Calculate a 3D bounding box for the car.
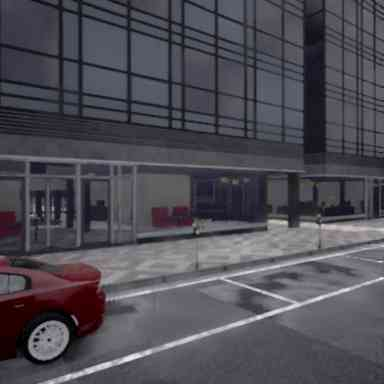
[{"bbox_3d":[-3.383,1.545,4.240,4.507,1.381,1.887,0,0,-35],"label":"car"}]
